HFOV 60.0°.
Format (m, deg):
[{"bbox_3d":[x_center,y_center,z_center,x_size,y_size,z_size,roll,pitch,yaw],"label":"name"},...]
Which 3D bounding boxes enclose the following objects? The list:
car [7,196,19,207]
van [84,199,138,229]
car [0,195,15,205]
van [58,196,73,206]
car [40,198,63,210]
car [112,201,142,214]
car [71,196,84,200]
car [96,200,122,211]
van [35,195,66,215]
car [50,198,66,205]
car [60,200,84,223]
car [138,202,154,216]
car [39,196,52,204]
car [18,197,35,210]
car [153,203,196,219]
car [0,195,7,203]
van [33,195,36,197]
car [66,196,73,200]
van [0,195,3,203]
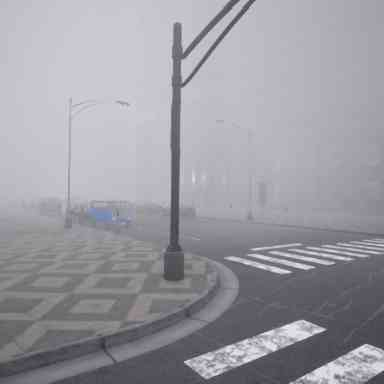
[{"bbox_3d":[-27.568,1.693,52.834,2.008,1.369,4.403,1,-1,-35],"label":"car"},{"bbox_3d":[-5.243,1.336,21.255,1.690,1.788,3.998,1,-1,-35],"label":"van"},{"bbox_3d":[-37.036,1.731,66.231,1.752,1.417,4.829,1,-1,-35],"label":"car"},{"bbox_3d":[-23.774,1.655,62.265,1.690,1.788,3.998,1,-1,-35],"label":"van"},{"bbox_3d":[-19.701,1.658,46.512,1.837,1.490,4.892,1,-1,-35],"label":"car"},{"bbox_3d":[-7.821,1.752,39.709,1.887,1.381,4.507,1,-1,-35],"label":"car"},{"bbox_3d":[-17.394,1.816,53.241,1.887,1.381,4.507,1,-1,-35],"label":"car"},{"bbox_3d":[-11.110,1.754,44.358,1.752,1.417,4.829,1,-1,-35],"label":"car"},{"bbox_3d":[-14.810,1.398,34.790,1.690,1.788,3.998,1,-1,-35],"label":"van"},{"bbox_3d":[-26.967,1.886,66.774,2.008,1.369,4.403,1,-1,-35],"label":"car"},{"bbox_3d":[-8.434,1.559,25.764,1.887,1.381,4.507,1,-1,-35],"label":"car"},{"bbox_3d":[-4.630,1.731,35.198,1.887,1.381,4.507,1,-1,-35],"label":"car"},{"bbox_3d":[-33.348,1.819,75.797,1.967,1.590,4.097,1,-1,-35],"label":"car"},{"bbox_3d":[-21.190,1.681,43.811,1.802,1.307,4.206,1,-1,-35],"label":"car"},{"bbox_3d":[-1.439,1.710,30.687,1.887,1.381,4.507,1,-1,-35],"label":"car"},{"bbox_3d":[-43.510,1.565,75.395,2.192,1.841,5.009,1,-1,-35],"label":"car"},{"bbox_3d":[-36.537,1.741,80.308,1.690,1.788,3.998,1,-1,-35],"label":"van"},{"bbox_3d":[-20.582,1.608,57.755,2.192,1.841,5.009,1,-1,-35],"label":"car"},{"bbox_3d":[-46.699,1.613,79.907,1.690,1.788,3.998,1,-1,-35],"label":"van"}]
